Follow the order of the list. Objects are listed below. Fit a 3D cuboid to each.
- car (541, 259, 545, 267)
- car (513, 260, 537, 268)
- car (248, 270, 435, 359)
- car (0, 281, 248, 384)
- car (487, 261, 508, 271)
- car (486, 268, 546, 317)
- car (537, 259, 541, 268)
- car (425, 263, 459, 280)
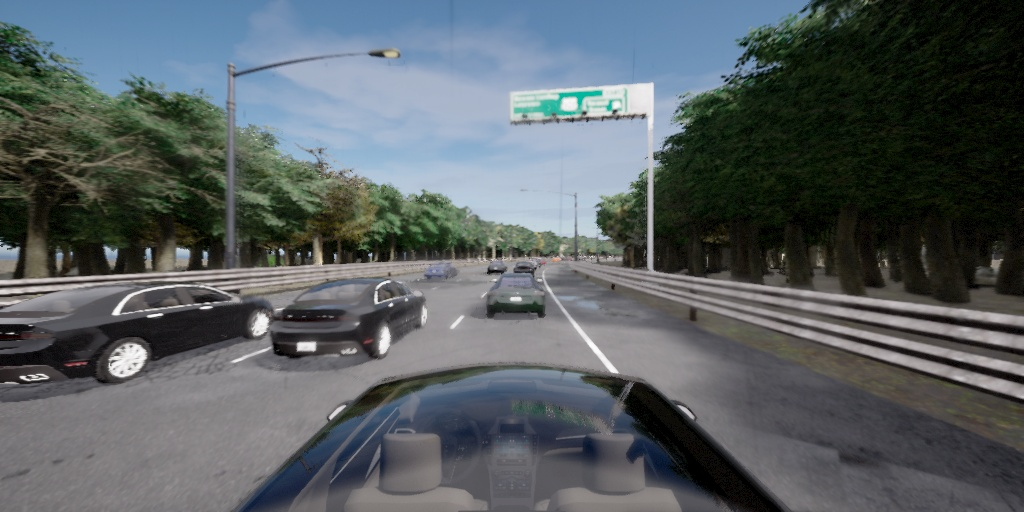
[{"bbox_3d":[4.005,1.231,60.357,2.128,1.511,4.902,0,0,8],"label":"car"},{"bbox_3d":[1.127,1.252,32.421,1.837,1.490,4.892,0,0,4],"label":"car"},{"bbox_3d":[-3.352,1.249,8.360,1.837,1.490,4.892,0,0,1],"label":"car"},{"bbox_3d":[-6.893,1.241,7.019,1.837,1.490,4.892,0,0,1],"label":"car"},{"bbox_3d":[-1.605,1.302,41.269,1.994,1.385,4.181,0,0,5],"label":"car"},{"bbox_3d":[0.182,1.315,13.210,1.994,1.385,4.181,0,0,2],"label":"car"},{"bbox_3d":[2.551,1.343,48.437,1.895,1.301,4.718,0,0,6],"label":"car"},{"bbox_3d":[-6.035,1.279,31.231,2.033,1.411,5.357,0,0,5],"label":"car"}]
